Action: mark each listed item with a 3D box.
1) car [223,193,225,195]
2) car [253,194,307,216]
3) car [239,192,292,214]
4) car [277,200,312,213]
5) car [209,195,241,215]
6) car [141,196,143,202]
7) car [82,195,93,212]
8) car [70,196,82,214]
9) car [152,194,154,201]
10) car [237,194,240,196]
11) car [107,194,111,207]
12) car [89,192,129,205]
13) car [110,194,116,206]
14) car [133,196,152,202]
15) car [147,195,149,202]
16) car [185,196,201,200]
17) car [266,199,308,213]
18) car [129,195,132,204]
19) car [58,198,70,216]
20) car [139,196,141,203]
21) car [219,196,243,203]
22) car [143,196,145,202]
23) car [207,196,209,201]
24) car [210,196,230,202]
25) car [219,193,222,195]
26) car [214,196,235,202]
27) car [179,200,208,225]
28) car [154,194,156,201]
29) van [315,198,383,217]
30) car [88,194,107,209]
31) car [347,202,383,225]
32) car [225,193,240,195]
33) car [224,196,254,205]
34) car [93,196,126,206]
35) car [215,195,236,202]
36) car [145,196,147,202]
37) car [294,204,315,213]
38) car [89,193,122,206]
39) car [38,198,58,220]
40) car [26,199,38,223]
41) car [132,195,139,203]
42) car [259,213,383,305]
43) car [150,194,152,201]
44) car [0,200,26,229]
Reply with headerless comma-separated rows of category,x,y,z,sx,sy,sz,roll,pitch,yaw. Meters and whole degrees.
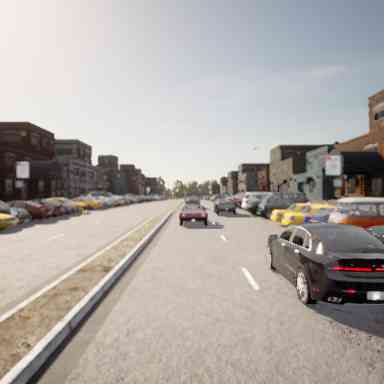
car,7.609,1.039,46.140,5.566,2.045,2.435,0,0,0
car,7.607,1.239,26.849,4.553,1.767,2.185,0,0,0
car,7.669,1.184,35.119,4.553,1.767,2.185,0,0,0
car,7.824,1.414,18.574,5.366,1.575,1.946,0,0,0
car,3.098,1.341,32.080,2.128,1.511,4.902,0,0,0
car,-12.746,1.352,65.857,4.553,1.767,2.185,0,-1,0
car,-12.840,1.317,32.646,5.008,1.535,2.097,0,0,0
car,-12.846,1.340,29.742,4.892,1.521,2.231,0,0,0
car,-12.749,1.708,82.646,4.892,1.521,2.231,0,-1,0
car,7.667,1.327,37.877,4.792,1.488,2.163,0,0,0
car,-12.822,1.315,40.973,4.674,1.452,2.002,0,0,0
car,-12.776,1.042,49.184,5.566,2.045,2.435,0,0,0
car,-12.812,1.314,43.630,4.674,1.452,2.002,0,0,0
car,-12.735,1.787,85.299,4.674,1.452,2.002,0,-1,0
car,-12.752,1.588,74.185,4.892,1.521,2.231,0,-1,0
car,0.097,1.313,41.468,1.837,1.490,4.892,0,0,0
car,7.824,1.398,21.334,5.366,1.575,1.946,0,0,0
car,-12.763,1.215,54.736,4.553,1.767,2.185,0,-1,0
car,-12.874,1.388,26.963,4.792,1.488,2.163,0,0,0
car,-12.964,1.440,63.195,5.366,1.575,1.946,0,-1,0
car,7.633,1.512,65.431,4.674,1.452,2.002,0,-1,0
car,-12.739,1.543,68.627,4.792,1.488,2.163,0,-1,0
car,7.448,1.814,90.244,5.366,1.575,1.946,0,-1,0
car,7.818,1.858,93.007,5.366,1.575,1.946,0,-1,0
car,7.631,1.374,57.160,5.008,1.535,2.097,0,-1,0
car,7.664,1.681,79.216,4.792,1.488,2.163,0,-1,0
car,0.099,1.508,23.415,1.895,1.301,4.718,0,0,0
car,-12.762,1.819,88.078,4.792,1.488,2.163,0,-1,0
van,7.523,1.217,13.058,4.442,1.987,1.878,0,0,0
car,-13.010,1.281,38.202,5.366,1.575,1.946,0,0,0
car,7.671,1.329,10.301,4.553,1.767,2.185,0,0,0
car,7.609,1.036,43.387,5.566,2.045,2.435,0,0,0
car,7.634,1.386,54.405,4.674,1.452,2.002,0,-1,0
car,-12.798,1.354,51.957,4.674,1.452,2.002,0,-1,0
car,7.603,1.488,76.461,4.553,1.767,2.185,0,-1,0
car,-12.769,1.549,71.405,5.008,1.535,2.097,0,-1,0
car,7.637,1.471,15.818,4.674,1.452,2.002,0,0,0
car,-12.995,1.278,46.404,5.366,1.575,1.946,0,0,0
car,-12.845,1.378,24.183,5.008,1.535,2.097,0,0,0
car,-12.887,1.271,21.403,4.553,1.767,2.185,0,0,0
car,-12.790,1.410,60.415,4.892,1.521,2.231,0,-1,0
car,3.099,1.487,8.018,1.837,1.490,4.892,0,0,0
car,-12.742,1.667,79.867,5.008,1.535,2.097,0,-1,0
car,-12.675,1.410,18.747,5.366,1.575,1.946,0,0,0
